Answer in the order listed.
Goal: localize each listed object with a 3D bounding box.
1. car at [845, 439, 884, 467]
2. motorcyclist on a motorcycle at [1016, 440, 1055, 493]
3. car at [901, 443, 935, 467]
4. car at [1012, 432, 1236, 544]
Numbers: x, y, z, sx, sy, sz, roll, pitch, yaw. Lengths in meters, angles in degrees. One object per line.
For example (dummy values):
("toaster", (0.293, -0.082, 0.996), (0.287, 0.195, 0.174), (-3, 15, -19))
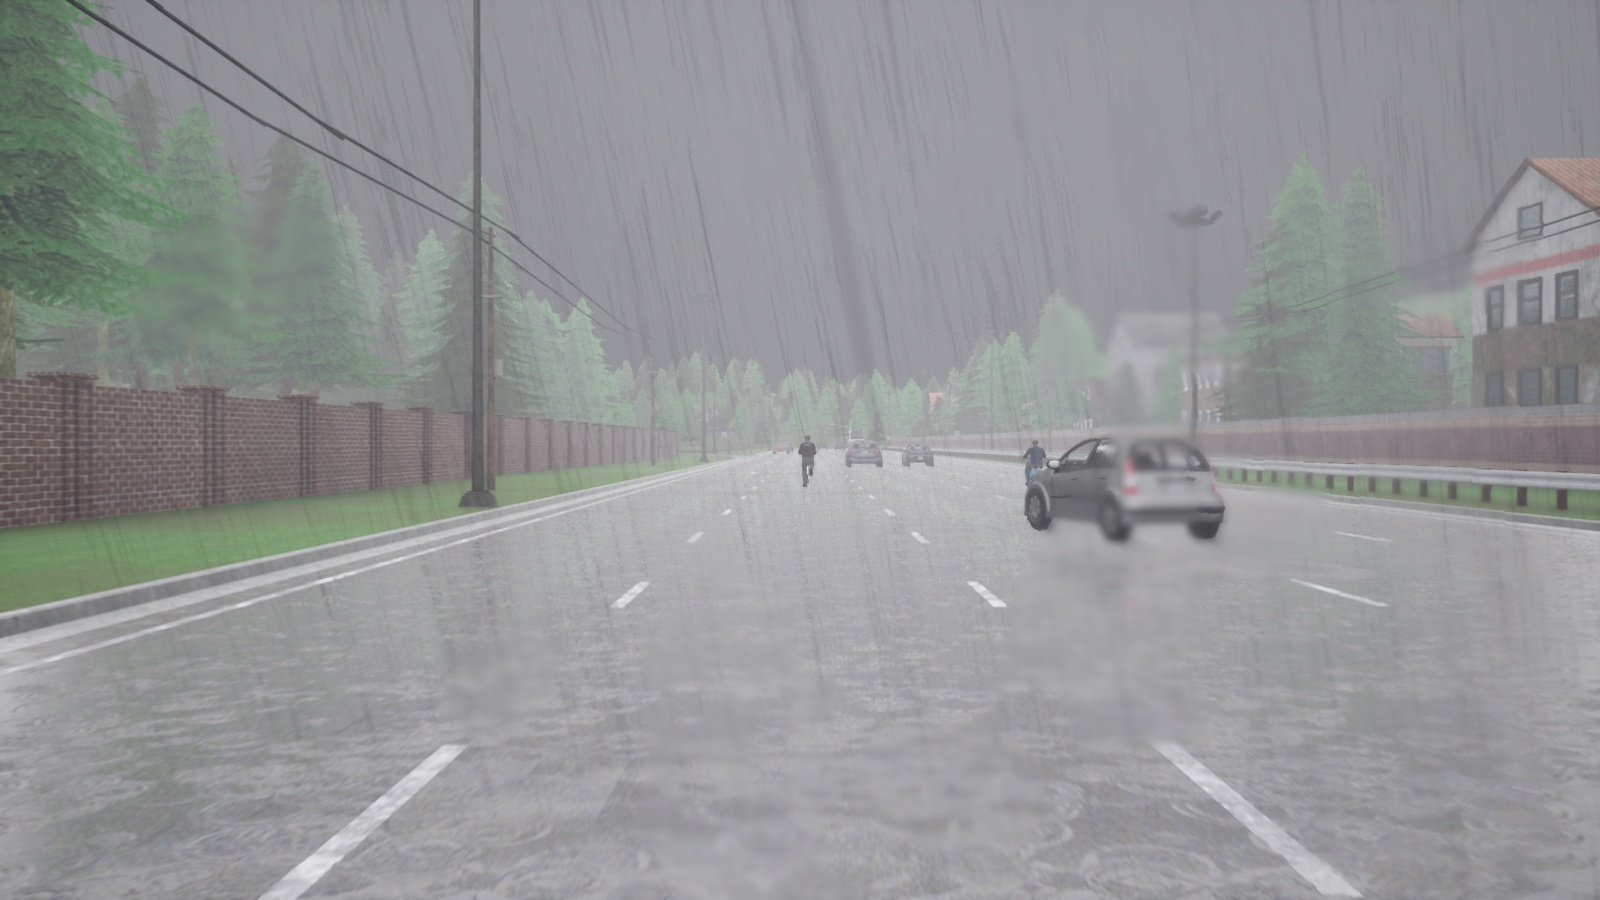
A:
("car", (3.960, 0.155, 78.098), (2.242, 1.667, 4.611), (0, 0, 0))
("motorcyclist on a motorcycle", (7.236, 0.488, 38.683), (0.866, 1.590, 1.817), (0, 0, 0))
("car", (7.469, 0.318, 79.733), (1.816, 1.474, 4.193), (0, 0, 0))
("car", (5.078, 0.535, 20.263), (1.851, 1.617, 3.988), (0, 0, -13))
